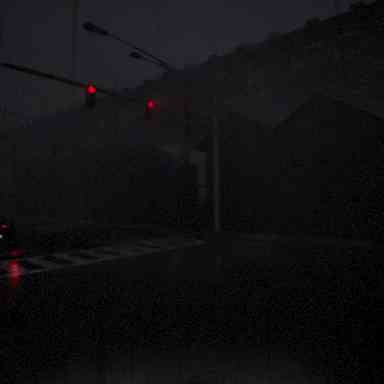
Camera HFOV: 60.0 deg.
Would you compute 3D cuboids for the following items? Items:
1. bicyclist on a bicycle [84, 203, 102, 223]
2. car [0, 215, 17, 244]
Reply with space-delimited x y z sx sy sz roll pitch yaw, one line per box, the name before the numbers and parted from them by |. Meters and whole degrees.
bicyclist on a bicycle | -8.248 1.772 27.714 0.582 1.620 1.656 -2 -1 43
car | -10.599 1.893 17.079 4.902 1.511 2.128 -2 -1 44
